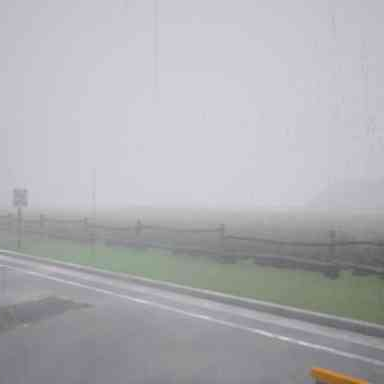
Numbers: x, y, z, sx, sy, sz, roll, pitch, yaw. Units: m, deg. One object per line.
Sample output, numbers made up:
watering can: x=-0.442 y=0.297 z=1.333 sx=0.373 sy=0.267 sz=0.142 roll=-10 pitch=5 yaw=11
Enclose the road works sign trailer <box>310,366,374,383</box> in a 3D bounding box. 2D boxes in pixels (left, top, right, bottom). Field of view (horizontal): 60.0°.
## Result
road works sign trailer: x=2.380 y=0.529 z=2.597 sx=2.880 sy=3.560 sz=2.380 roll=-1 pitch=-2 yaw=37
